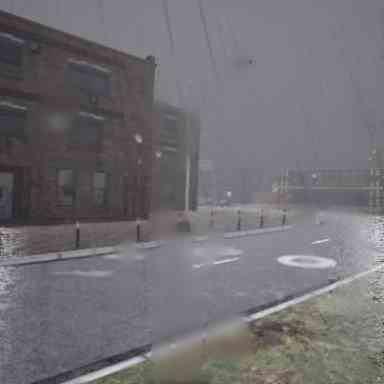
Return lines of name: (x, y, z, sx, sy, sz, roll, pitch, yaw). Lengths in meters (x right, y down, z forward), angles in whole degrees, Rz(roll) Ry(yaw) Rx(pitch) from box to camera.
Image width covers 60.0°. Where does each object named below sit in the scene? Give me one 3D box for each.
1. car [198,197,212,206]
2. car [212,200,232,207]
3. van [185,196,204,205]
car: (3.010, 2.190, 75.034, 2.185, 1.767, 4.553, 2, -1, 40)
car: (7.153, 2.453, 71.523, 2.163, 1.488, 4.792, 1, -1, 40)
van: (0.680, 2.020, 76.774, 1.878, 1.987, 4.442, 2, -1, 40)
